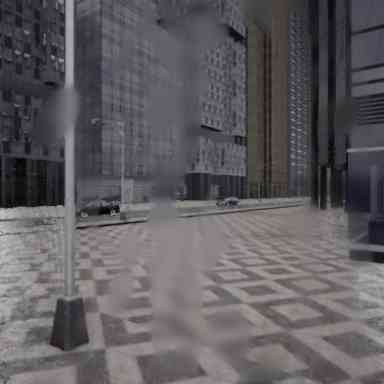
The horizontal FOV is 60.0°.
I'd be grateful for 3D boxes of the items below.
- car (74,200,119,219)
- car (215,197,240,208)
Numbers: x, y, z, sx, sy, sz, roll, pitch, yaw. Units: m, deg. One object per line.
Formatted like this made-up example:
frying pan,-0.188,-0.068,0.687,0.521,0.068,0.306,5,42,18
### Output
car,-8.697,1.445,29.252,1.882,1.535,5.008,0,0,36
car,5.223,1.443,48.303,1.837,1.490,4.892,0,0,37
